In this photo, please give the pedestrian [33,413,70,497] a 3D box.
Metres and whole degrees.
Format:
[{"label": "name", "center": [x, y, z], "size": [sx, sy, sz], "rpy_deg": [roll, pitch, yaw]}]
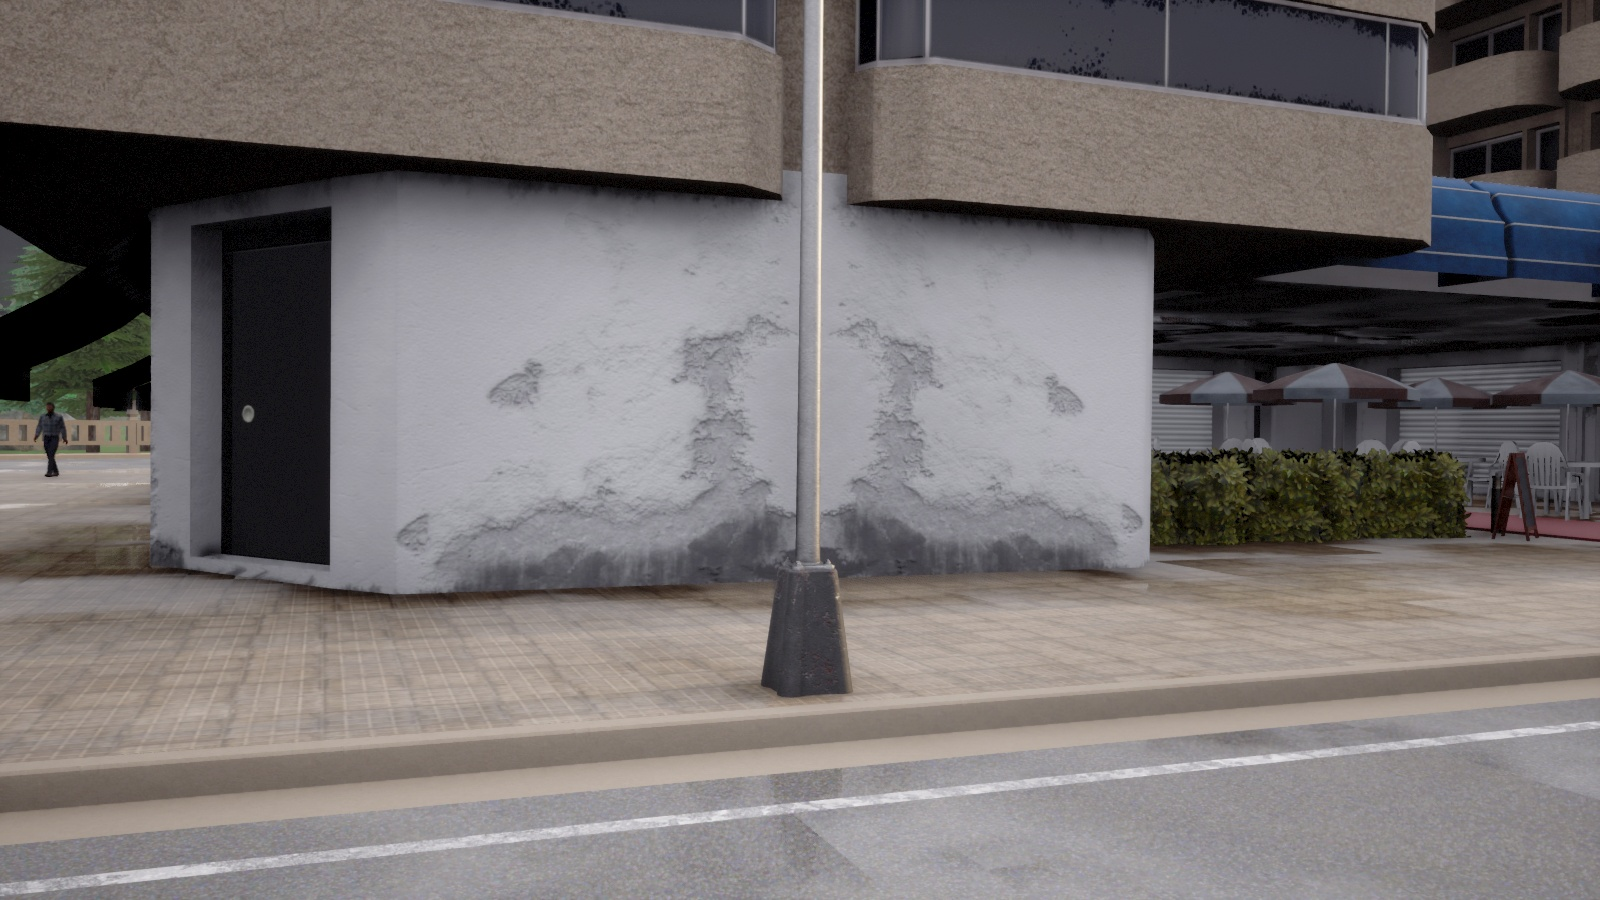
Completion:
[{"label": "pedestrian", "center": [-17.705, 0.103, 29.710], "size": [0.423, 1.949, 0.788], "rpy_deg": [-1, 1, -7]}]
